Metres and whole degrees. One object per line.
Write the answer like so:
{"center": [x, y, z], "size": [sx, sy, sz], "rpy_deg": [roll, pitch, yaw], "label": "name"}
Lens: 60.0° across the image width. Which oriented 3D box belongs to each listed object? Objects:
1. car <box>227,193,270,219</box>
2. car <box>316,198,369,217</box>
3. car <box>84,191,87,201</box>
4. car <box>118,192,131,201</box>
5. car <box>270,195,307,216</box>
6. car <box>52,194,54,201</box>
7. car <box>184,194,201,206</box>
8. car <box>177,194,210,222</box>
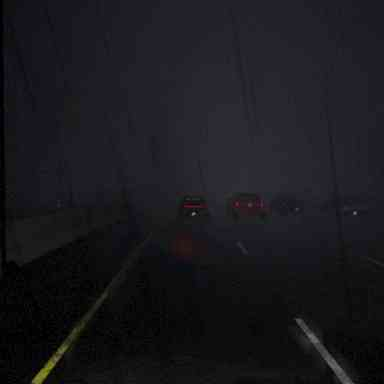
{"center": [3.597, 0.815, 22.819], "size": [2.097, 1.767, 4.553], "rpy_deg": [0, 1, 0], "label": "car"}
{"center": [10.598, 1.046, 23.851], "size": [1.895, 1.301, 4.718], "rpy_deg": [0, 1, 0], "label": "car"}
{"center": [-17.505, 0.638, 53.476], "size": [2.128, 1.511, 4.902], "rpy_deg": [0, 1, 0], "label": "car"}
{"center": [-10.505, 0.448, 53.445], "size": [2.150, 2.045, 5.566], "rpy_deg": [0, 0, 0], "label": "car"}
{"center": [7.098, 0.956, 24.821], "size": [1.812, 1.442, 4.674], "rpy_deg": [0, 1, 0], "label": "car"}
{"center": [-21.005, 0.638, 53.476], "size": [2.128, 1.511, 4.902], "rpy_deg": [0, 1, 0], "label": "car"}
{"center": [0.096, 0.858, 39.106], "size": [1.895, 1.301, 4.718], "rpy_deg": [0, 1, 0], "label": "car"}
{"center": [0.097, 0.982, 21.299], "size": [2.128, 1.511, 4.902], "rpy_deg": [0, 1, 0], "label": "car"}
